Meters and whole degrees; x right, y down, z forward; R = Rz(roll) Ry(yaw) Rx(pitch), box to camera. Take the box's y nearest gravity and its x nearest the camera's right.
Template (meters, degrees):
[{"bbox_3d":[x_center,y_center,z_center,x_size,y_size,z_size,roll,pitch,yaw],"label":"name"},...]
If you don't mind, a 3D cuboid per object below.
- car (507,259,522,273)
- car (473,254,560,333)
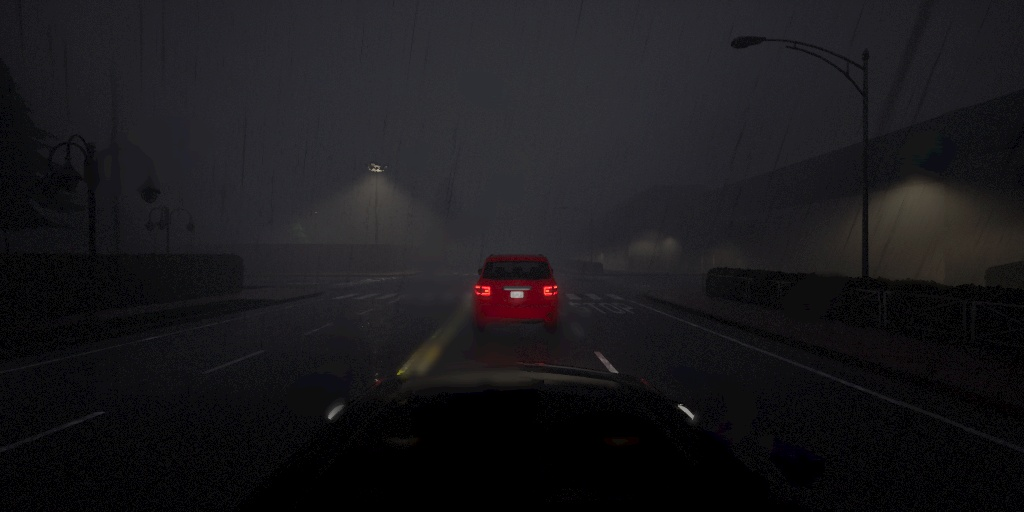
[{"bbox_3d":[0.348,1.228,45.573,1.882,1.535,5.008,0,0,1],"label":"car"},{"bbox_3d":[0.120,0.971,10.841,2.150,2.045,5.566,0,0,0],"label":"car"}]
